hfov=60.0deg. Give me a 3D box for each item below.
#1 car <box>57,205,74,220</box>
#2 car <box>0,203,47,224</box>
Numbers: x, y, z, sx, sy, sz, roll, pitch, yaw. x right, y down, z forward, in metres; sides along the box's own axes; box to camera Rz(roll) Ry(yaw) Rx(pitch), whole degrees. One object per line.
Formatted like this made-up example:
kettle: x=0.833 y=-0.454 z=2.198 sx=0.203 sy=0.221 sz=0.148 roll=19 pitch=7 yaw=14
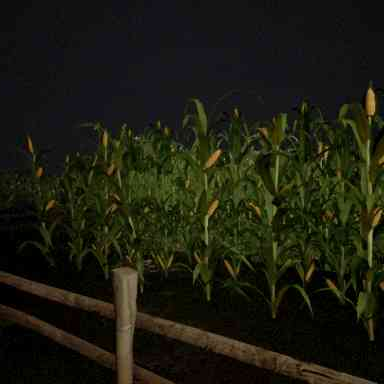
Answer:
car: x=-7.688 y=1.483 z=25.452 sx=1.895 sy=1.301 sz=4.718 roll=0 pitch=1 yaw=36
car: x=-12.588 y=1.456 z=23.666 sx=1.994 sy=1.385 sz=4.181 roll=0 pitch=1 yaw=36
